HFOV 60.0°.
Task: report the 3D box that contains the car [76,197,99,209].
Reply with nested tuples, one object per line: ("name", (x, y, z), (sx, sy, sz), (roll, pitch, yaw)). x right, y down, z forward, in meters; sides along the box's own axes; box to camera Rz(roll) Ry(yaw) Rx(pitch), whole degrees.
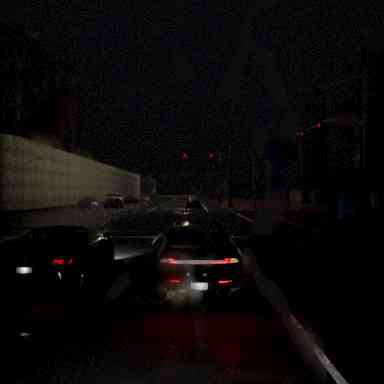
("car", (-13.992, 1.498, 44.771), (1.837, 1.490, 4.892), (0, 1, 0))

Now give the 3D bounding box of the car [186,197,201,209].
("car", (0.202, 1.487, 46.295), (2.128, 1.511, 4.902), (0, 0, 0))

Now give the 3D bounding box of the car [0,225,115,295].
("car", (-3.405, 1.563, 8.782), (1.994, 1.385, 4.181), (0, 0, 0))

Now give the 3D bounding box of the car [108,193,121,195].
("car", (-13.922, 1.215, 58.984), (2.150, 2.045, 5.566), (0, 0, 2))

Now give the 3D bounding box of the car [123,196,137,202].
("car", (-13.835, 1.525, 74.722), (2.033, 1.411, 5.357), (0, 0, 0))

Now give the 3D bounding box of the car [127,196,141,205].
("car", (-10.454, 1.594, 57.252), (1.895, 1.301, 4.718), (0, 0, 0))

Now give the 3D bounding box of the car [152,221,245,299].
("car", (0.103, 1.491, 8.425), (2.128, 1.511, 4.902), (0, 0, -1))

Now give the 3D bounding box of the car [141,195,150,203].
("car", (-10.340, 1.470, 72.276), (1.882, 1.535, 5.008), (0, 0, 0))

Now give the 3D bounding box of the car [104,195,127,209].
("car", (-10.493, 1.522, 44.737), (1.812, 1.442, 4.674), (0, 0, 0))
